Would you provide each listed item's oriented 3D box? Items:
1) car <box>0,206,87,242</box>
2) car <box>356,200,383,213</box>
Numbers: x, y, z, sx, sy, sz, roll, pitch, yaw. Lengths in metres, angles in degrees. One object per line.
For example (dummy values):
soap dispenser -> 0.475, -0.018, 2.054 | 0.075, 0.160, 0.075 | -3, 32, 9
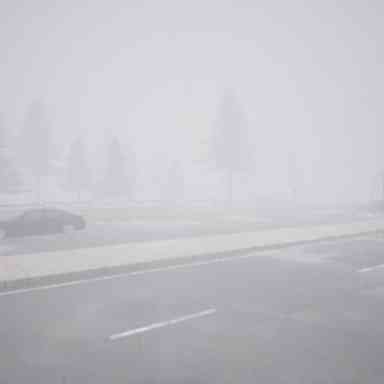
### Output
car -> -7.890, 1.527, 16.665 | 5.008, 1.535, 1.882 | -1, 1, -36
car -> 20.285, 1.564, 36.492 | 5.357, 1.411, 2.033 | 0, 0, -34
